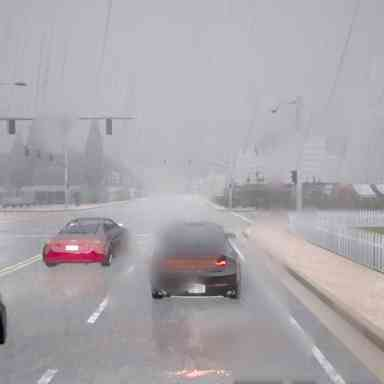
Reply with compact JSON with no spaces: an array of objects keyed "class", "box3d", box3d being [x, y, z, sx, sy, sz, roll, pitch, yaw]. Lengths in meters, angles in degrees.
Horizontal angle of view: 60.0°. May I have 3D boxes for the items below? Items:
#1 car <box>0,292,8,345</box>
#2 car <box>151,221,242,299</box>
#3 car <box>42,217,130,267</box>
[{"class":"car","box3d":[-3.408,1.492,2.570,2.128,1.511,4.902,0,0,0]},{"class":"car","box3d":[0.087,1.505,8.440,1.837,1.490,4.892,0,0,0]},{"class":"car","box3d":[-3.418,1.564,11.479,1.994,1.385,4.181,0,0,0]}]
